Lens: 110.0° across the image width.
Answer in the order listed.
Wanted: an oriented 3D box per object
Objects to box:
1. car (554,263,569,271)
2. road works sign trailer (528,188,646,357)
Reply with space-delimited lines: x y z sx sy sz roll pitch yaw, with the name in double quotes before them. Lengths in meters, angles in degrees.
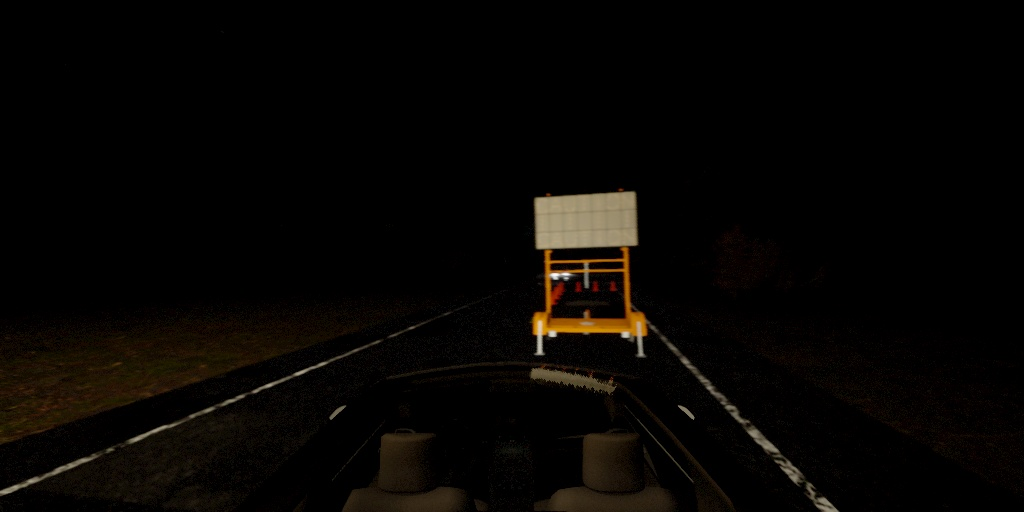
"car" 7.121 1.709 51.679 1.895 1.301 4.718 -2 -1 12
"road works sign trailer" 1.839 0.235 8.620 2.380 3.560 2.880 0 0 12
